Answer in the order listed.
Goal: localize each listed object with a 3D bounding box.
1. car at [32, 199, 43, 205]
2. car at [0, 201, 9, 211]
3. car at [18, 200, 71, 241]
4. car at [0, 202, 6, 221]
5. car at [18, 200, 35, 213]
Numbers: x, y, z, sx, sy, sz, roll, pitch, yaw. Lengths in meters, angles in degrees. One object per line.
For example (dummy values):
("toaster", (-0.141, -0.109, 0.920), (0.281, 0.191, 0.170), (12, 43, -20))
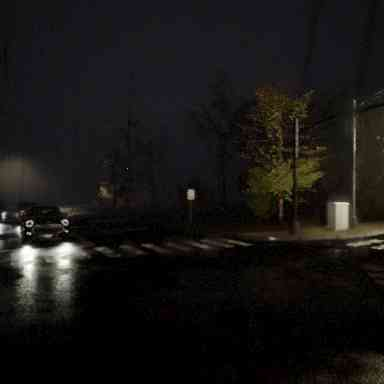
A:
("car", (-36.327, 2.264, 78.146), (2.033, 1.411, 5.357), (1, -1, -28))
("car", (-26.763, 1.944, 46.326), (1.812, 1.442, 4.674), (1, -1, -28))
("car", (-7.816, 1.497, 17.571), (2.097, 1.767, 4.553), (1, -1, -29))
("car", (-17.753, 1.854, 29.229), (1.895, 1.301, 4.718), (1, -1, -28))
("car", (-22.607, 1.904, 45.380), (1.882, 1.535, 5.008), (1, -1, -27))
